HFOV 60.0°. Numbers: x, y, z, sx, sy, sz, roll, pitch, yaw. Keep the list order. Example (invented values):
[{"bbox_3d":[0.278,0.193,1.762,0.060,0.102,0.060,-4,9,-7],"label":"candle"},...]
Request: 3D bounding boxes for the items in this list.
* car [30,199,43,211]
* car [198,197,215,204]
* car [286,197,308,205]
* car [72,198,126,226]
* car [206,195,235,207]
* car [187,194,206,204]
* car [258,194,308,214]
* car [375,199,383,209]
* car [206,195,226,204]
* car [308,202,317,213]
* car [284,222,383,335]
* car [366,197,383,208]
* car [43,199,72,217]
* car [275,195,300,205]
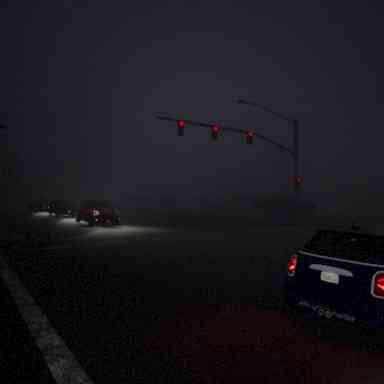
[{"bbox_3d":[-18.618,1.567,40.988,2.128,1.511,4.902,1,0,-35],"label":"car"},{"bbox_3d":[3.065,1.729,71.860,1.784,1.438,3.905,1,0,-35],"label":"car"},{"bbox_3d":[20.829,1.816,65.893,1.784,1.438,3.905,1,0,-35],"label":"car"},{"bbox_3d":[-6.912,1.424,24.370,2.097,1.767,4.553,1,0,-35],"label":"car"},{"bbox_3d":[4.628,1.688,54.520,1.970,1.475,3.806,1,0,-35],"label":"car"},{"bbox_3d":[0.693,1.738,70.200,1.970,1.475,3.806,1,0,-35],"label":"car"},{"bbox_3d":[10.029,1.396,37.045,1.932,1.855,4.605,1,0,-35],"label":"car"},{"bbox_3d":[30.861,1.844,51.595,1.970,1.475,3.806,1,0,-35],"label":"car"},{"bbox_3d":[5.236,1.541,73.441,1.932,1.855,4.605,1,0,-35],"label":"car"},{"bbox_3d":[12.431,1.423,38.661,1.905,1.878,3.866,1,0,-35],"label":"car"},{"bbox_3d":[3.944,1.408,6.575,4.553,1.767,2.097,1,0,-35],"label":"car"},{"bbox_3d":[28.485,1.581,49.944,1.905,1.878,3.866,1,0,-35],"label":"car"},{"bbox_3d":[-12.694,1.565,32.569,2.128,1.511,4.902,1,0,-35],"label":"car"},{"bbox_3d":[18.420,1.582,64.285,1.932,1.855,4.605,1,0,-35],"label":"car"}]
